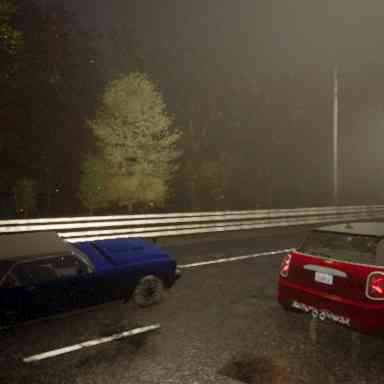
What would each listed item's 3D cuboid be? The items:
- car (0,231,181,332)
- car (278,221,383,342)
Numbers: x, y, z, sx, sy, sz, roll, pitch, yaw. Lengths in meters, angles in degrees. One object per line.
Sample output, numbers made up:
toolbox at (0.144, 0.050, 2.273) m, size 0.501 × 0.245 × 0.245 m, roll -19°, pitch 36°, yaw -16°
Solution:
car at (-2.561, 1.481, 6.146) m, size 4.718 × 1.301 × 1.895 m, roll -2°, pitch 11°, yaw -35°
car at (3.793, 1.370, 6.424) m, size 4.553 × 1.767 × 2.097 m, roll 0°, pitch 0°, yaw -35°
